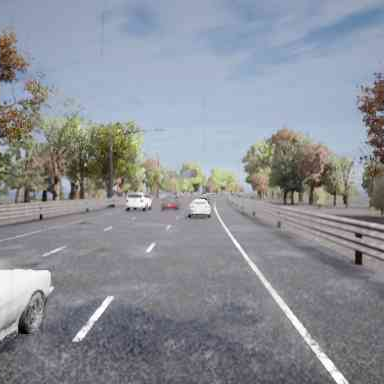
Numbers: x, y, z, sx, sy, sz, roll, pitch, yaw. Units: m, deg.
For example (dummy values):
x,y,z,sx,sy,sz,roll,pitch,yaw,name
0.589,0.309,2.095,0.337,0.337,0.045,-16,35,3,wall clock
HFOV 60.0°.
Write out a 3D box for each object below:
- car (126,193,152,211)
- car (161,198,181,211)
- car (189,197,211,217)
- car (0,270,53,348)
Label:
x,y,z,sx,sy,sz,roll,pitch,yaw,name
-6.022,1.107,38.181,2.150,2.045,5.566,0,0,3,car
-2.426,1.443,39.700,1.994,1.385,4.181,0,0,4,car
0.717,1.431,29.860,1.812,1.442,4.674,0,0,2,car
-3.372,1.588,3.728,1.895,1.301,4.718,0,0,0,car
